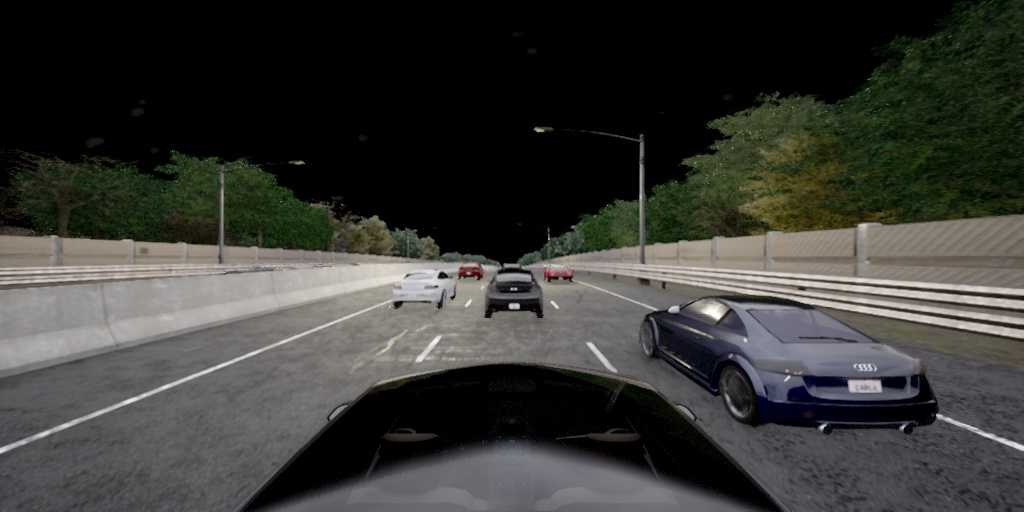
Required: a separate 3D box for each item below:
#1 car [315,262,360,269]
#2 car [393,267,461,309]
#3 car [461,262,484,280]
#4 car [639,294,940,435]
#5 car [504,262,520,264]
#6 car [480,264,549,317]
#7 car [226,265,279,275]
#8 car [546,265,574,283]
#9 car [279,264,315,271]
[{"bbox_3d":[-14.209,1.287,30.357,1.882,1.535,5.008,0,-1,0],"label":"car"},{"bbox_3d":[-3.447,1.234,14.676,1.812,1.442,4.674,0,0,0],"label":"car"},{"bbox_3d":[-3.517,1.275,31.524,1.882,1.535,5.008,0,-1,0],"label":"car"},{"bbox_3d":[3.591,1.288,5.660,1.994,1.385,4.181,0,0,0],"label":"car"},{"bbox_3d":[-0.011,1.275,29.882,1.837,1.490,4.892,0,-1,0],"label":"car"},{"bbox_3d":[0.061,1.208,12.862,1.837,1.490,4.892,0,0,0],"label":"car"},{"bbox_3d":[-21.208,1.420,29.825,1.895,1.301,4.718,0,-1,0],"label":"car"},{"bbox_3d":[3.497,1.346,27.986,1.895,1.301,4.718,0,-1,0],"label":"car"},{"bbox_3d":[-17.711,1.391,31.211,1.994,1.385,4.181,0,-1,0],"label":"car"}]
